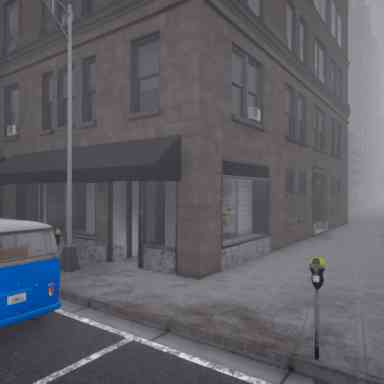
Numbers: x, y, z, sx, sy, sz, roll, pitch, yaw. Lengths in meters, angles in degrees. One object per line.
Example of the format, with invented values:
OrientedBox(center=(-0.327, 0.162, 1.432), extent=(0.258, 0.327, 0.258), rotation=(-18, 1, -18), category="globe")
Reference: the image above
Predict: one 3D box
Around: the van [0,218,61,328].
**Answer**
OrientedBox(center=(-4.088, 1.340, 5.994), extent=(3.998, 1.788, 1.690), rotation=(0, 0, 35), category="van")
